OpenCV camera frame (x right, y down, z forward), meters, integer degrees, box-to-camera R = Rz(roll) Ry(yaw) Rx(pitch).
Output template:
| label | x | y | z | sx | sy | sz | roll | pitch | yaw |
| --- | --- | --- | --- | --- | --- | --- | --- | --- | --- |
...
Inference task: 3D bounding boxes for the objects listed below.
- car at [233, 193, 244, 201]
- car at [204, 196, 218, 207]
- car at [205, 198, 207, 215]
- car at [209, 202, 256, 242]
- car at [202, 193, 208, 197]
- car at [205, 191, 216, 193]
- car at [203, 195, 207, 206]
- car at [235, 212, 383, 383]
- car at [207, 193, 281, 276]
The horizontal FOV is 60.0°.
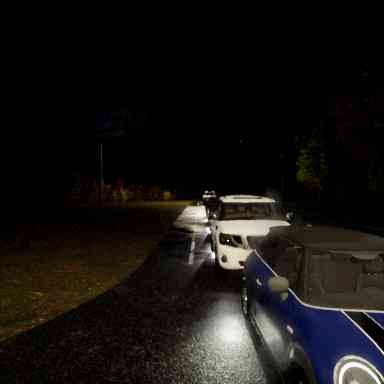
| label | x | y | z | sx | sy | sz | roll | pitch | yaw |
| --- | --- | --- | --- | --- | --- | --- | --- | --- | --- |
| car | 10.262 | 1.090 | 73.856 | 1.882 | 1.535 | 5.008 | 0 | 0 | 1 |
| car | 2.682 | 1.314 | 47.988 | 1.994 | 1.385 | 4.181 | 0 | 0 | 3 |
| car | 2.028 | 1.380 | 23.072 | 1.837 | 1.490 | 4.892 | 0 | 0 | 1 |
| car | 1.876 | 1.384 | 16.825 | 1.882 | 1.535 | 5.008 | 0 | 0 | 1 |
| car | 2.491 | 1.275 | 41.580 | 2.128 | 1.511 | 4.902 | 0 | 0 | 2 |
| car | 2.874 | 0.938 | 54.421 | 2.150 | 2.045 | 5.566 | 0 | 0 | 2 |
| car | 2.179 | 1.322 | 29.326 | 1.882 | 1.535 | 5.008 | 0 | 0 | 1 |
| car | 1.940 | 1.338 | 4.138 | 2.097 | 1.767 | 4.553 | 0 | 0 | 0 |
| car | 1.733 | 1.160 | 10.485 | 2.150 | 2.045 | 5.566 | 0 | 0 | 1 |
